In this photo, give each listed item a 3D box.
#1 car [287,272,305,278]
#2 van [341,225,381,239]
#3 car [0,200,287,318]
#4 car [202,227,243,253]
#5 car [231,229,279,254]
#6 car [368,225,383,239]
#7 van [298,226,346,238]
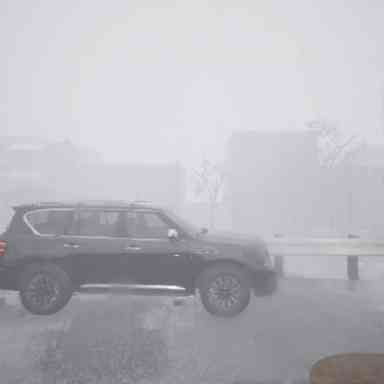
[{"bbox_3d":[4.699,4.555,13.892,2.185,1.767,4.553,0,1,-18],"label":"car"},{"bbox_3d":[14.544,4.275,30.616,1.878,1.987,4.442,0,0,-18],"label":"van"},{"bbox_3d":[-1.120,1.211,6.999,5.566,2.045,2.150,0,0,2],"label":"car"},{"bbox_3d":[2.746,4.375,30.900,2.185,1.767,4.553,0,0,-18],"label":"car"},{"bbox_3d":[5.718,4.502,30.779,2.231,1.521,4.892,0,0,-18],"label":"car"},{"bbox_3d":[17.556,4.249,30.391,2.435,2.045,5.566,0,0,-18],"label":"car"},{"bbox_3d":[11.586,4.275,30.708,1.878,1.987,4.442,0,0,-18],"label":"van"}]
